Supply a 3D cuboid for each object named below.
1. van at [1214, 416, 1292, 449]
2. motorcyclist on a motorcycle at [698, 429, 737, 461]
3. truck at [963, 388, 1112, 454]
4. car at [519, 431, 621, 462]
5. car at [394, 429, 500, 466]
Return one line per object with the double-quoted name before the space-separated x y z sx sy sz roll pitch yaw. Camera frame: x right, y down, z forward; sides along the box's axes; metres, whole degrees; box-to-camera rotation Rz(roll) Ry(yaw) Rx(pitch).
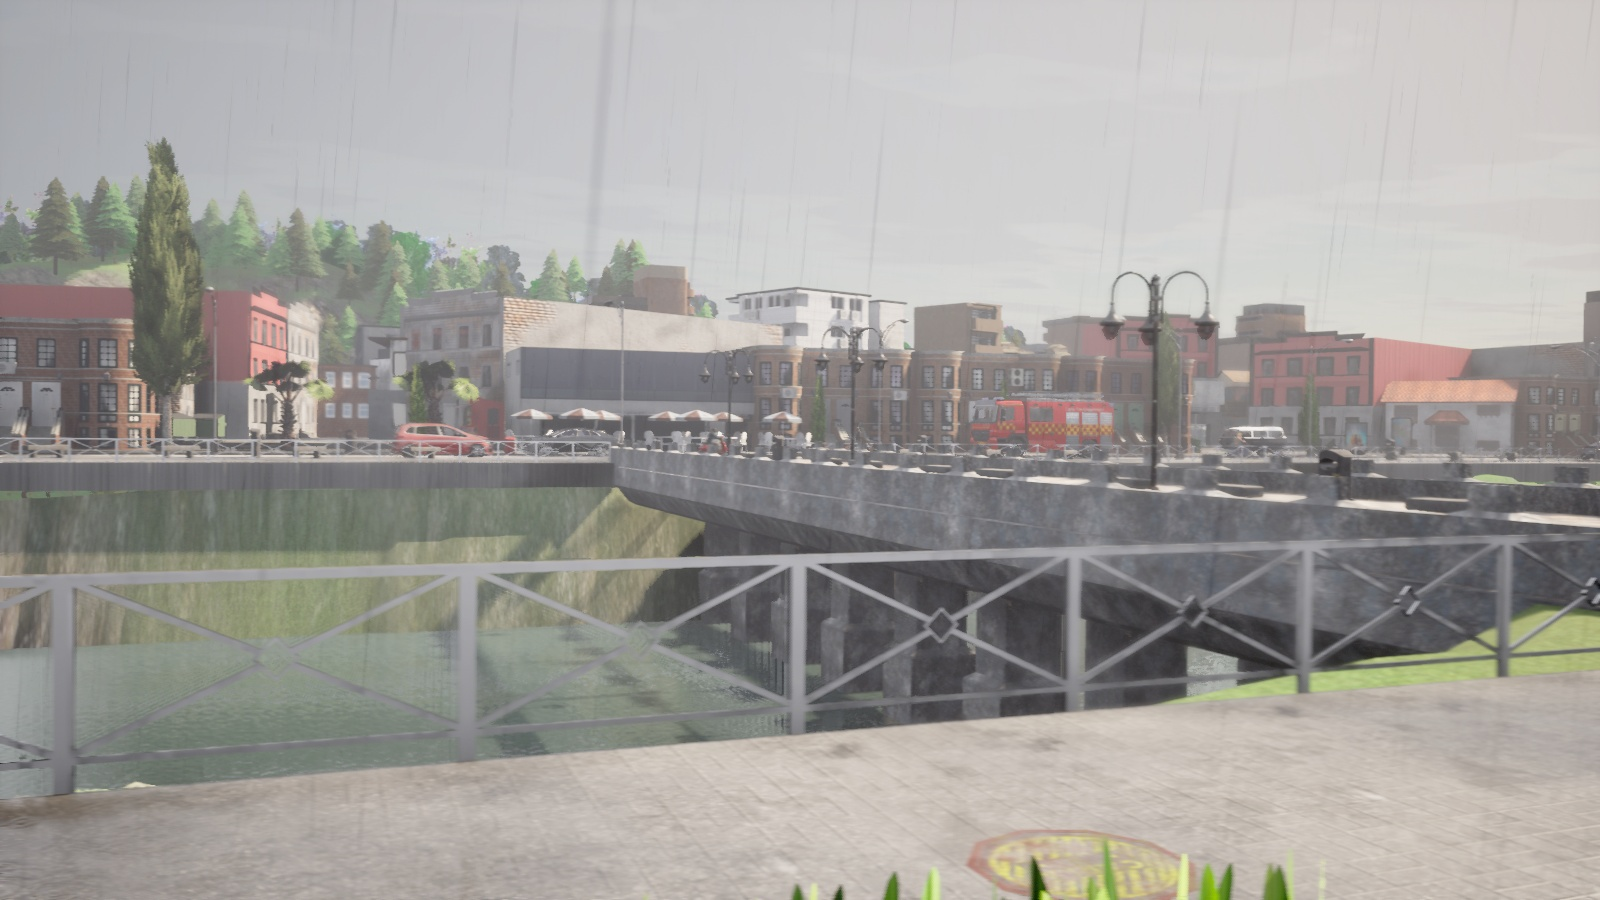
"van" 29.148 -1.109 80.819 4.480 2.038 2.069 -1 1 -21
"motorcyclist on a motorcycle" -4.197 -0.242 63.874 1.817 1.590 0.866 -1 1 -21
"truck" 14.252 -1.744 75.148 8.468 3.827 2.891 -1 1 -21
"car" -11.961 -0.177 65.201 4.902 1.511 2.128 -1 1 -21
"car" -16.644 -0.140 59.143 4.611 1.667 2.242 -1 1 -21
